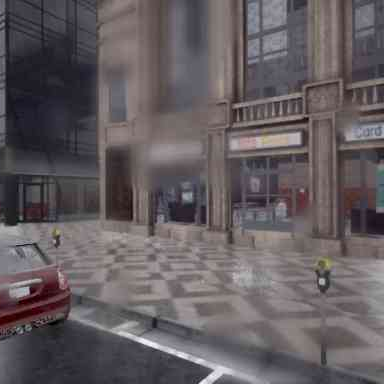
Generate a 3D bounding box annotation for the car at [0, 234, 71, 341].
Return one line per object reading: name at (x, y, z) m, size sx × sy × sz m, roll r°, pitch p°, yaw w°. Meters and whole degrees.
car at (-4.007, 1.440, 5.826) m, size 4.097 × 1.590 × 1.967 m, roll 0°, pitch 0°, yaw 36°
